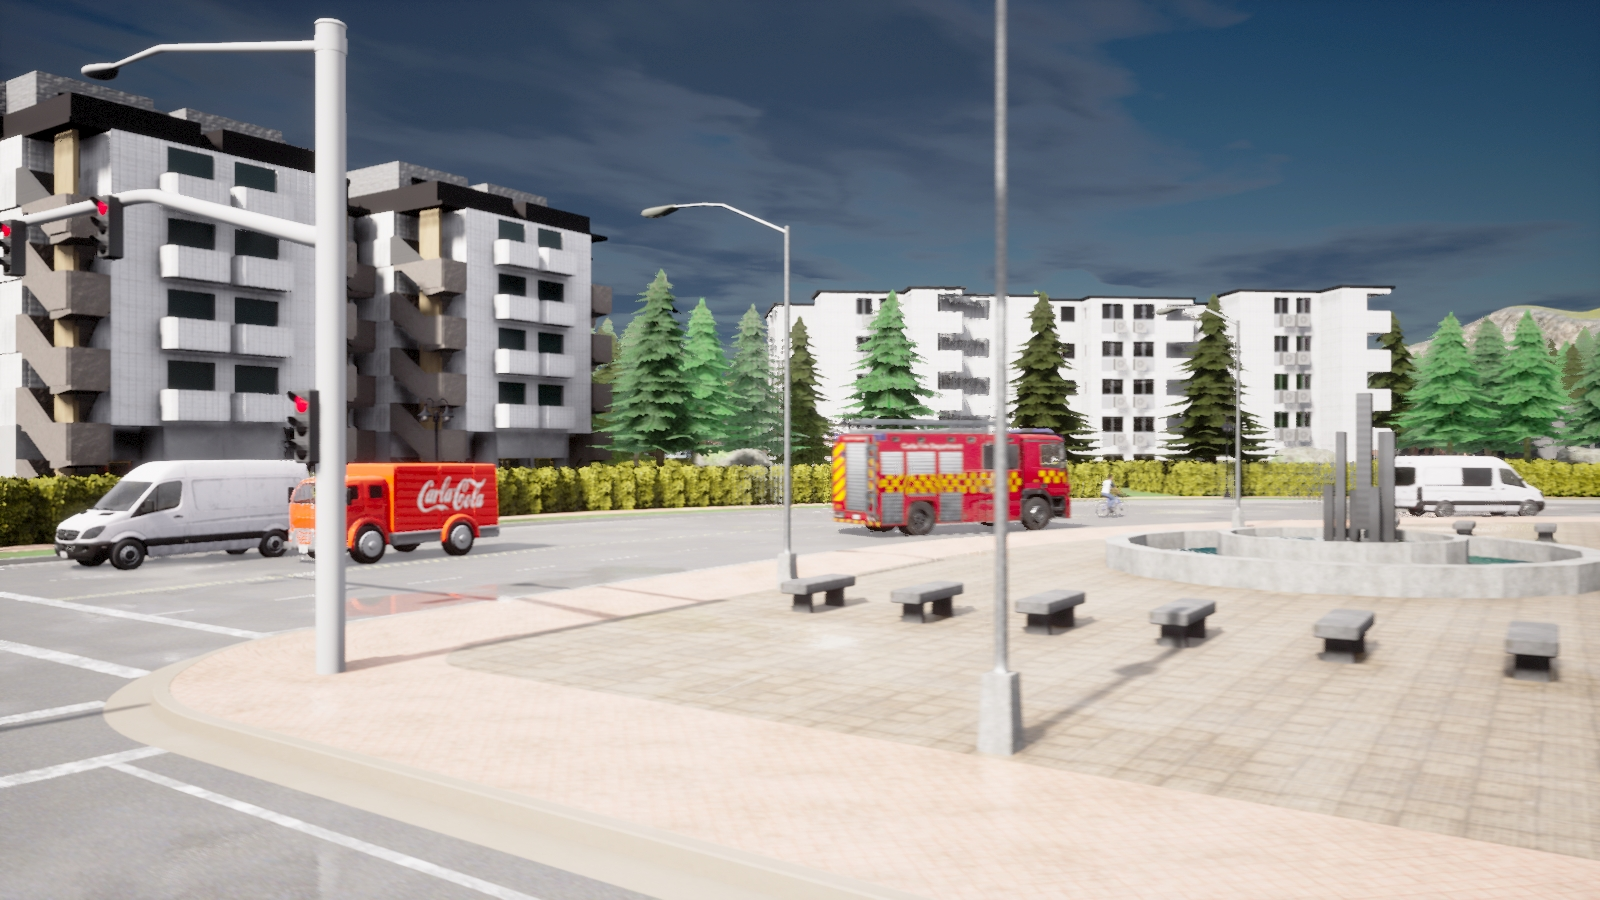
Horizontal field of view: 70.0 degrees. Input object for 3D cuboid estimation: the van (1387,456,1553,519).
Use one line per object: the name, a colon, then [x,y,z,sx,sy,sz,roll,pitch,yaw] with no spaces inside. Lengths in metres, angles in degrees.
van: [27.914,1.535,47.670,5.915,2.561,1.988,0,0,-6]

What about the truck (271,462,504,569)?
truck: [-10.621,1.574,29.853,2.627,2.467,5.204,0,0,33]

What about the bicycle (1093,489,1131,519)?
bicycle: [12.899,2.210,47.244,1.643,1.196,0.373,0,0,-24]

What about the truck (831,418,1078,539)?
truck: [5.419,0.895,39.406,8.468,3.827,2.891,0,0,-30]

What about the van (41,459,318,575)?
van: [-15.425,1.541,28.842,1.988,2.561,5.915,0,0,33]
